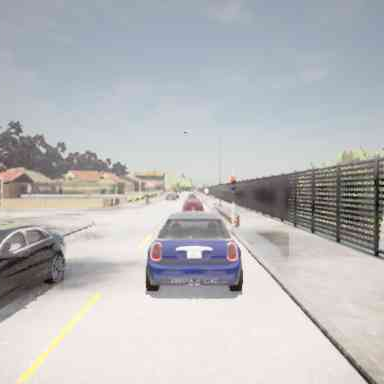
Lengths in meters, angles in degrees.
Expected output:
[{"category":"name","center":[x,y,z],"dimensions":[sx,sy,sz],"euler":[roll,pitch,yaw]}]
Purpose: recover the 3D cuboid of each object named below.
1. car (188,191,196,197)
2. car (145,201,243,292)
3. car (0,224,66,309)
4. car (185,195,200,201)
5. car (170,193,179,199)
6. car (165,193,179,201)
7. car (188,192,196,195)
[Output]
[{"category":"car","center":[0.016,0.622,87.420],"dimensions":[2.128,1.511,4.902],"euler":[0,0,0]},{"category":"car","center":[0.054,1.276,8.919],"dimensions":[2.097,1.767,4.553],"euler":[0,0,0]},{"category":"car","center":[-4.085,1.436,6.490],"dimensions":[2.128,1.511,4.902],"euler":[0,0,0]},{"category":"car","center":[0.089,1.258,31.734],"dimensions":[1.812,1.442,4.674],"euler":[0,0,0]},{"category":"car","center":[-3.982,0.929,78.326],"dimensions":[1.895,1.301,4.718],"euler":[0,0,0]},{"category":"car","center":[-4.008,0.995,63.034],"dimensions":[1.812,1.442,4.674],"euler":[0,1,1]},{"category":"car","center":[0.018,0.936,77.448],"dimensions":[1.895,1.301,4.718],"euler":[0,0,0]}]
